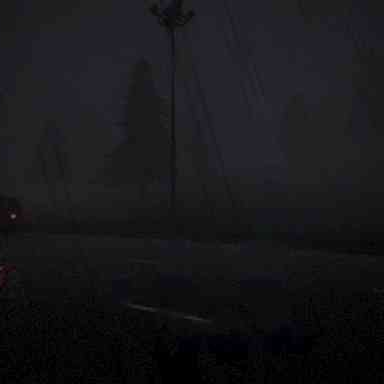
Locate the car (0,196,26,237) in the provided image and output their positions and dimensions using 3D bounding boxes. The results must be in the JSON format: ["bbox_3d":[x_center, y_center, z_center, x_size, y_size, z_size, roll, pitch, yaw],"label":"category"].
[{"bbox_3d":[-10.793,1.211,15.956,5.566,2.045,2.150,0,0,15],"label":"car"}]
